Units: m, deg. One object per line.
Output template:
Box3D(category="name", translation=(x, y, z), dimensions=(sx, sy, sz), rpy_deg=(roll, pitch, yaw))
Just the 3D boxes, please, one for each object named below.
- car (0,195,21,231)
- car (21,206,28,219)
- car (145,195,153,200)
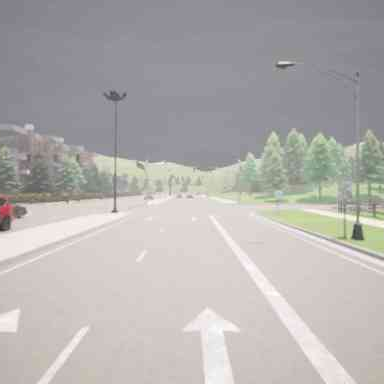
Box3D(category="car", translation=(-11.577, 1.208, 17.342), dimensions=(2.150, 2.045, 5.566), rpy_deg=(0, 0, 0))
Box3D(category="car", translation=(-15.003, 1.530, 26.207), dimensions=(2.033, 1.411, 5.357), rpy_deg=(0, 0, 0))
Box3D(category="car", translation=(-11.973, 1.489, 92.064), dimensions=(1.994, 1.385, 4.181), rpy_deg=(0, 0, -1))
